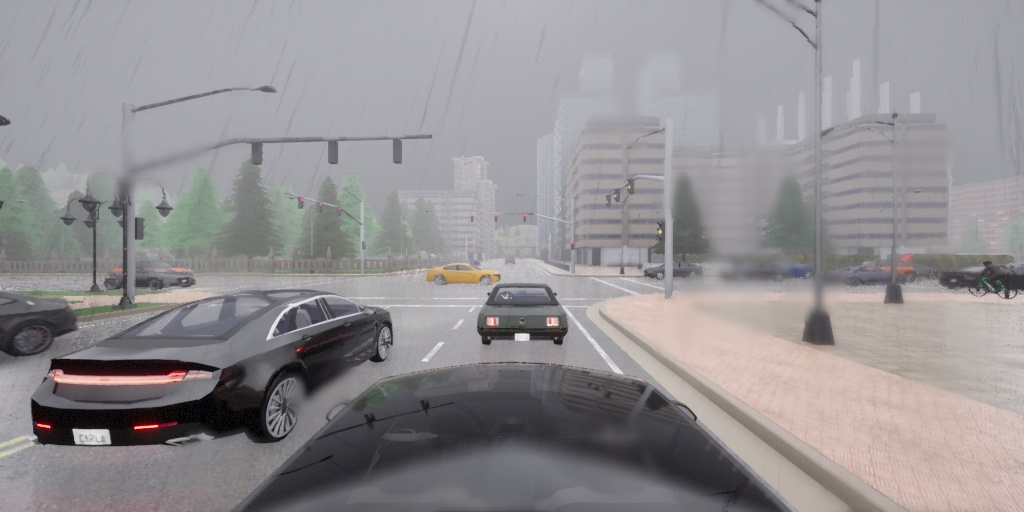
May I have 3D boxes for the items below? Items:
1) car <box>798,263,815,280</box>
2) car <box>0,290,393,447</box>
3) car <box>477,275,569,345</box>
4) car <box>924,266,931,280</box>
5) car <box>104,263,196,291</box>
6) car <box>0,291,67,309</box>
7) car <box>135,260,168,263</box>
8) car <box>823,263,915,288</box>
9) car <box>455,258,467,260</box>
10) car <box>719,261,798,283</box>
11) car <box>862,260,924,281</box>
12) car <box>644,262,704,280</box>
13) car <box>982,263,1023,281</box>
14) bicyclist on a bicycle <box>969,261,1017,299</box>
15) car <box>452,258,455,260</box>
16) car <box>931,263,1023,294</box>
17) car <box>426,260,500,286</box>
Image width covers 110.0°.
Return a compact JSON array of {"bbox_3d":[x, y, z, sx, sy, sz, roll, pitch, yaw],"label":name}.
[{"bbox_3d":[23.311,1.228,30.748,5.008,1.535,1.882,0,0,2],"label":"car"},{"bbox_3d":[-3.330,1.242,5.313,2.128,1.511,4.902,0,0,1],"label":"car"},{"bbox_3d":[0.263,1.351,9.464,1.895,1.301,4.718,0,0,1],"label":"car"},{"bbox_3d":[33.267,1.314,30.415,4.181,1.385,1.994,0,0,1],"label":"car"},{"bbox_3d":[-21.633,1.312,21.533,4.181,1.385,1.994,0,0,2],"label":"car"},{"bbox_3d":[-10.450,1.276,5.873,1.812,1.442,4.674,0,0,2],"label":"car"},{"bbox_3d":[-25.054,1.103,25.151,4.553,1.767,2.097,0,0,2],"label":"car"},{"bbox_3d":[23.074,1.314,23.551,4.181,1.385,1.994,0,0,2],"label":"car"},{"bbox_3d":[-8.525,1.102,54.027,2.097,1.767,4.553,0,0,2],"label":"car"},{"bbox_3d":[18.485,1.255,27.406,4.892,1.490,1.837,0,0,2],"label":"car"},{"bbox_3d":[27.417,1.102,27.107,4.553,1.767,2.097,0,0,2],"label":"car"},{"bbox_3d":[13.964,1.255,31.057,4.892,1.490,1.837,0,0,2],"label":"car"},{"bbox_3d":[43.478,1.297,30.047,5.357,1.411,2.033,0,0,2],"label":"car"},{"bbox_3d":[21.182,1.051,15.827,0.582,1.620,1.656,0,0,2],"label":"bicyclist on a bicycle"},{"bbox_3d":[-8.861,1.241,44.299,2.128,1.511,4.902,0,0,2],"label":"car"},{"bbox_3d":[27.078,1.227,19.917,5.008,1.535,1.882,0,0,2],"label":"car"},{"bbox_3d":[-3.297,1.227,24.424,5.008,1.535,1.882,0,0,2],"label":"car"}]
